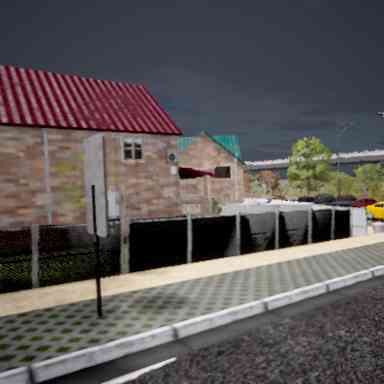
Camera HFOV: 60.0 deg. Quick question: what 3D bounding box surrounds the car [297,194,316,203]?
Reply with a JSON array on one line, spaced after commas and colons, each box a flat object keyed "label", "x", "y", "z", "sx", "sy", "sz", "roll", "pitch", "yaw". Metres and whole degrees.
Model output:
[{"label": "car", "x": 22.578, "y": 1.289, "z": 65.882, "sx": 2.128, "sy": 1.511, "sz": 4.902, "roll": -2, "pitch": 0, "yaw": 0}]

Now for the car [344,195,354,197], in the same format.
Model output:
[{"label": "car", "x": 25.737, "y": 1.211, "z": 55.424, "sx": 1.837, "sy": 1.490, "sz": 4.892, "roll": -2, "pitch": 0, "yaw": 0}]

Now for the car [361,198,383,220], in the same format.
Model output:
[{"label": "car", "x": 15.636, "y": 1.497, "z": 25.947, "sx": 1.882, "sy": 1.535, "sz": 5.008, "roll": -2, "pitch": 0, "yaw": 0}]

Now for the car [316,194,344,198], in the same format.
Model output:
[{"label": "car", "x": 19.113, "y": 1.448, "z": 46.940, "sx": 1.837, "sy": 1.490, "sz": 4.892, "roll": -2, "pitch": -1, "yaw": 1}]

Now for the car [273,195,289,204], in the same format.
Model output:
[{"label": "car", "x": 16.022, "y": 1.272, "z": 60.137, "sx": 2.097, "sy": 1.767, "sz": 4.553, "roll": -2, "pitch": 0, "yaw": 0}]

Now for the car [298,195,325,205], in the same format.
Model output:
[{"label": "car", "x": 15.835, "y": 1.593, "z": 45.039, "sx": 1.812, "sy": 1.442, "sz": 4.674, "roll": -2, "pitch": 0, "yaw": 1}]

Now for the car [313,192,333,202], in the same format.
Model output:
[{"label": "car", "x": 25.818, "y": 0.990, "z": 65.824, "sx": 2.097, "sy": 1.767, "sz": 4.553, "roll": -2, "pitch": 0, "yaw": 0}]

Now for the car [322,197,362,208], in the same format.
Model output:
[{"label": "car", "x": 15.724, "y": 1.605, "z": 34.936, "sx": 1.994, "sy": 1.385, "sz": 4.181, "roll": -2, "pitch": 0, "yaw": 1}]

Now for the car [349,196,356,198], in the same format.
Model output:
[{"label": "car", "x": 18.976, "y": 1.440, "z": 35.887, "sx": 1.812, "sy": 1.442, "sz": 4.674, "roll": -2, "pitch": 0, "yaw": 0}]
